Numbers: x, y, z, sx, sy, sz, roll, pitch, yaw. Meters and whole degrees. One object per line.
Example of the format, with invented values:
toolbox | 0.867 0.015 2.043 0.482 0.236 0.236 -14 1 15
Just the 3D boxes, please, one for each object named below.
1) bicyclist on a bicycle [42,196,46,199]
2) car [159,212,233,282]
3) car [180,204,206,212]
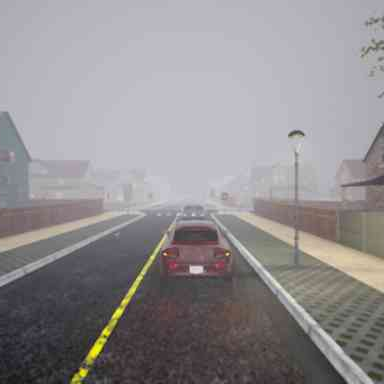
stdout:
bicyclist on a bicycle | -20.154 1.345 45.294 0.582 1.620 1.656 0 0 0
car | 0.100 1.552 9.669 1.812 1.442 4.674 0 0 0
car | 0.100 1.621 24.976 2.033 1.411 5.357 0 0 0
